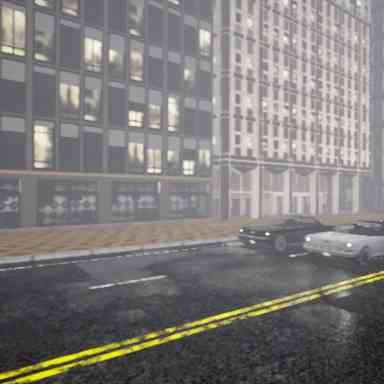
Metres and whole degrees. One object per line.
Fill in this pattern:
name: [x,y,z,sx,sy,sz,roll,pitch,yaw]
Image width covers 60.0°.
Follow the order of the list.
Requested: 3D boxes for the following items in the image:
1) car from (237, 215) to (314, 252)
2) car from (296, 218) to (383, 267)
car: [4.240,1.711,14.609,4.718,1.301,1.895,1,0,-35]
car: [6.132,1.711,11.967,4.718,1.301,1.895,1,0,-35]
